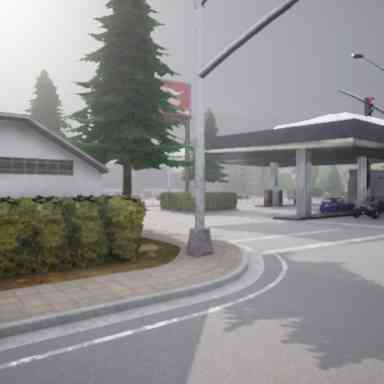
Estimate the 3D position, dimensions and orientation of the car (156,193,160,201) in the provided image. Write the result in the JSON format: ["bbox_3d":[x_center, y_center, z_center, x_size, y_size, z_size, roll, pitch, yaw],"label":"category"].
[{"bbox_3d":[-5.902,1.028,71.712,1.932,1.855,4.605,0,0,-36],"label":"car"}]

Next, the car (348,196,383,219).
[{"bbox_3d":[15.522,1.259,28.504,3.866,1.878,1.905,0,0,-36],"label":"car"}]

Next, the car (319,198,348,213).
[{"bbox_3d":[15.687,1.418,35.634,4.611,1.667,2.242,0,0,-36],"label":"car"}]

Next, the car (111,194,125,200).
[{"bbox_3d":[-18.608,1.169,83.558,1.970,1.475,3.806,0,0,-36],"label":"car"}]

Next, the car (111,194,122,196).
[{"bbox_3d":[-17.410,1.241,75.705,2.007,1.523,4.514,0,0,-36],"label":"car"}]

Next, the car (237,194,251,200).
[{"bbox_3d":[12.676,1.208,84.339,1.845,1.501,3.633,0,0,-36],"label":"car"}]

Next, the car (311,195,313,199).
[{"bbox_3d":[29.271,1.200,87.016,2.007,1.523,4.514,0,0,-36],"label":"car"}]

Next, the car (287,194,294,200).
[{"bbox_3d":[26.768,1.197,85.124,2.152,1.636,5.027,0,0,-36],"label":"car"}]

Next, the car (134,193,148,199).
[{"bbox_3d":[-13.615,1.078,87.603,2.152,1.636,5.027,0,0,-36],"label":"car"}]
